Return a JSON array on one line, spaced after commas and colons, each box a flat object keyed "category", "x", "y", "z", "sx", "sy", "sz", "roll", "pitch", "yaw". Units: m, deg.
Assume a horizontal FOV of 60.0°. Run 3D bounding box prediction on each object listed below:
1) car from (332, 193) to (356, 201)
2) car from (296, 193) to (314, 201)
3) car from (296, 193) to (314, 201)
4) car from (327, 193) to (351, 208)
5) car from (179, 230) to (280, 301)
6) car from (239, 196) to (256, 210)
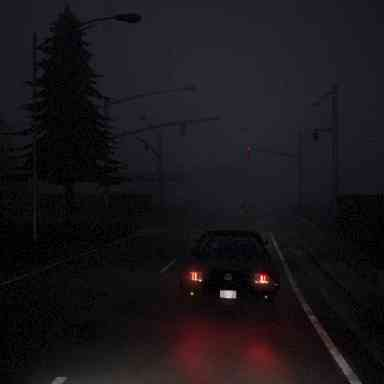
[{"category": "car", "x": 34.421, "y": 1.097, "z": 75.395, "sx": 4.605, "sy": 1.855, "sz": 1.932, "roll": 0, "pitch": 0, "yaw": 10}, {"category": "car", "x": 27.239, "y": 1.077, "z": 79.992, "sx": 3.866, "sy": 1.878, "sz": 1.905, "roll": 0, "pitch": 0, "yaw": 10}, {"category": "car", "x": 26.063, "y": 1.361, "z": 76.823, "sx": 3.806, "sy": 1.475, "sz": 1.970, "roll": 0, "pitch": 0, "yaw": 10}, {"category": "car", "x": 20.193, "y": 1.331, "z": 43.072, "sx": 5.027, "sy": 1.636, "sz": 2.152, "roll": 0, "pitch": 0, "yaw": 10}, {"category": "car", "x": 0.980, "y": 1.601, "z": 8.337, "sx": 1.895, "sy": 1.301, "sz": 4.718, "roll": 0, "pitch": 0, "yaw": 8}, {"category": "car", "x": 7.181, "y": 1.352, "z": 43.278, "sx": 2.097, "sy": 1.767, "sz": 4.553, "roll": 0, "pitch": 0, "yaw": 10}]
